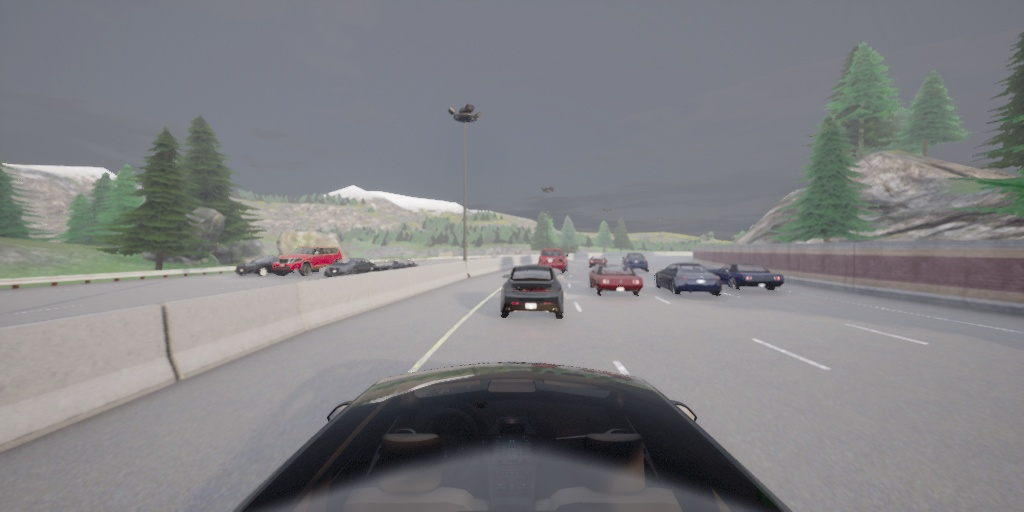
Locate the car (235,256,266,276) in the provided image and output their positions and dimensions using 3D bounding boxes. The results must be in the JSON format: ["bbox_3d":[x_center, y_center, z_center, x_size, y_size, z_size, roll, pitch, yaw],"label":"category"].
[{"bbox_3d":[-18.610,0.693,27.689,1.882,1.535,5.008,0,1,10],"label":"car"}]

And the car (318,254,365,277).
[{"bbox_3d":[-11.739,0.813,26.332,1.994,1.385,4.181,0,1,10],"label":"car"}]

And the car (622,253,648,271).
[{"bbox_3d":[11.705,0.493,34.333,2.097,1.767,4.553,0,1,14],"label":"car"}]

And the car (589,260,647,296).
[{"bbox_3d":[4.779,1.061,17.155,1.895,1.301,4.718,0,1,7],"label":"car"}]

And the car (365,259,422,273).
[{"bbox_3d":[-8.263,0.905,25.912,1.895,1.301,4.718,0,1,10],"label":"car"}]

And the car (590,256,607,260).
[{"bbox_3d":[9.874,0.613,40.745,1.895,1.301,4.718,0,1,17],"label":"car"}]

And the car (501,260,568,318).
[{"bbox_3d":[0.713,1.054,12.088,1.837,1.490,4.892,0,1,5],"label":"car"}]

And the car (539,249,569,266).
[{"bbox_3d":[3.578,0.415,30.700,2.150,2.045,5.566,0,1,13],"label":"car"}]

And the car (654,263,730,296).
[{"bbox_3d":[8.329,1.028,17.316,1.994,1.385,4.181,0,1,7],"label":"car"}]

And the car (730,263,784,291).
[{"bbox_3d":[12.067,1.040,19.027,1.895,1.301,4.718,0,1,8],"label":"car"}]

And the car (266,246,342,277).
[{"bbox_3d":[-15.158,0.254,27.105,2.150,2.045,5.566,0,1,10],"label":"car"}]
